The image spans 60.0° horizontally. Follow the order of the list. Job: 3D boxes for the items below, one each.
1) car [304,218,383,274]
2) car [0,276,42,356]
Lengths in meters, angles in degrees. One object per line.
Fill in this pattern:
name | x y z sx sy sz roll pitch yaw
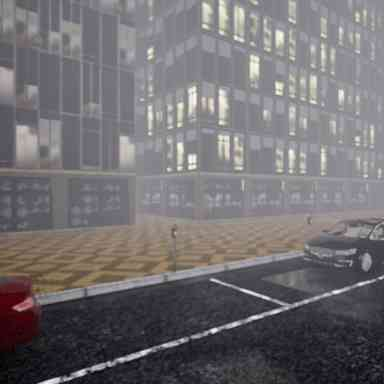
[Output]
car | 5.285 1.514 10.331 4.403 1.369 2.008 0 0 -36
car | -3.981 1.586 3.715 4.206 1.307 1.802 0 0 -36
